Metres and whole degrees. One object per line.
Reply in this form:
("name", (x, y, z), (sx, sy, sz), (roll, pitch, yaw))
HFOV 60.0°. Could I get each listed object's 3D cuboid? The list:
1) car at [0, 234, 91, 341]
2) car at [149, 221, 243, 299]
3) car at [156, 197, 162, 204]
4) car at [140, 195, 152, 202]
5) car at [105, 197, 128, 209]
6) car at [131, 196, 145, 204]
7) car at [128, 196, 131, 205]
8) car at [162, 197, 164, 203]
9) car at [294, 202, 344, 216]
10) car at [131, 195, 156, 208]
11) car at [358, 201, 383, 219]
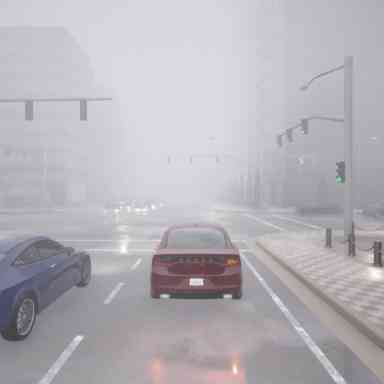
("car", (-3.416, 1.526, 6.370), (1.812, 1.442, 4.674), (0, 0, 0))
("car", (0.099, 1.478, 8.498), (1.882, 1.535, 5.008), (0, 0, 0))
("car", (-6.952, 1.491, 57.953), (2.128, 1.511, 4.902), (0, 0, 0))
("car", (-10.335, 1.478, 75.173), (1.882, 1.535, 5.008), (0, 0, 0))
("car", (-10.498, 1.505, 45.561), (1.837, 1.490, 4.892), (0, 0, 0))
("car", (-10.395, 1.564, 64.786), (1.994, 1.385, 4.181), (0, 0, 1))
("car", (-10.468, 1.491, 54.788), (2.128, 1.511, 4.902), (0, 0, 0))
("car", (-6.857, 1.601, 68.244), (1.895, 1.301, 4.718), (0, 0, 0))
("car", (12.051, 1.545, 30.919), (4.718, 1.301, 1.895), (0, 0, 1))
("car", (-6.990, 1.491, 48.646), (2.128, 1.511, 4.902), (0, 0, 0))
("car", (16.340, 1.436, 27.373), (4.902, 1.511, 2.128), (0, 0, 0))
